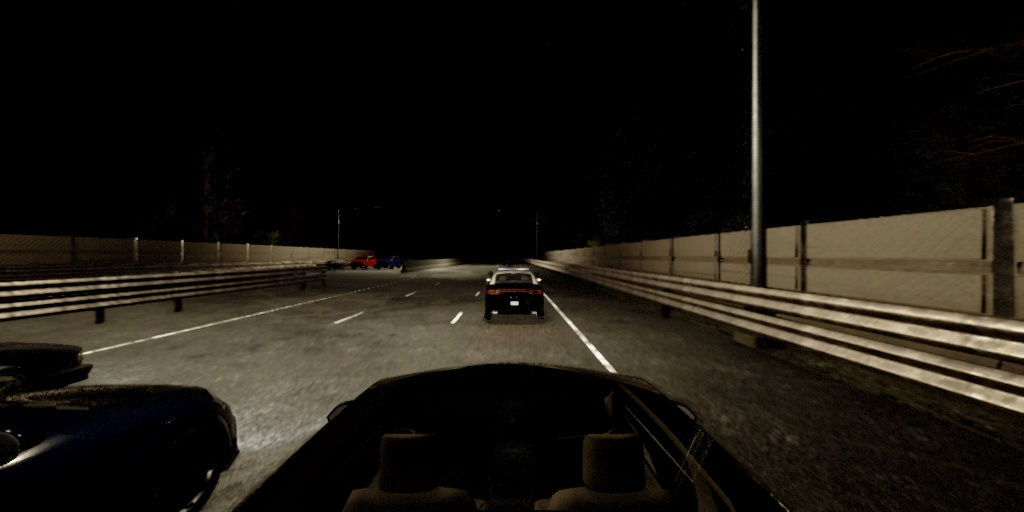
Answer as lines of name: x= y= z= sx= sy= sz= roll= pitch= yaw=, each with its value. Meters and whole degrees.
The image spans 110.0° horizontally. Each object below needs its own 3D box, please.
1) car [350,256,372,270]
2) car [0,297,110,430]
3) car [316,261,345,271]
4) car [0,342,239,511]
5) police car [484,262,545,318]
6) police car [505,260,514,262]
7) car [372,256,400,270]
car: x=-21.596 y=0.985 z=52.399 sx=2.150 sy=2.045 sz=5.566 roll=0 pitch=0 yaw=0
car: x=-6.901 y=1.298 z=2.576 sx=2.033 sy=1.411 sz=5.357 roll=0 pitch=0 yaw=0
car: x=-25.056 y=1.365 z=49.597 sx=1.895 sy=1.301 sz=4.718 roll=0 pitch=0 yaw=-1
car: x=-3.406 y=1.314 z=1.434 sx=1.994 sy=1.385 sz=4.181 roll=0 pitch=0 yaw=0
police car: x=0.063 y=1.178 z=13.068 sx=1.930 sy=1.638 sz=5.238 roll=0 pitch=0 yaw=0
police car: x=-0.297 y=1.267 z=43.979 sx=2.038 sy=1.542 sz=4.974 roll=0 pitch=0 yaw=-1
car: x=-18.103 y=0.985 z=52.596 sx=2.150 sy=2.045 sz=5.566 roll=0 pitch=0 yaw=0
